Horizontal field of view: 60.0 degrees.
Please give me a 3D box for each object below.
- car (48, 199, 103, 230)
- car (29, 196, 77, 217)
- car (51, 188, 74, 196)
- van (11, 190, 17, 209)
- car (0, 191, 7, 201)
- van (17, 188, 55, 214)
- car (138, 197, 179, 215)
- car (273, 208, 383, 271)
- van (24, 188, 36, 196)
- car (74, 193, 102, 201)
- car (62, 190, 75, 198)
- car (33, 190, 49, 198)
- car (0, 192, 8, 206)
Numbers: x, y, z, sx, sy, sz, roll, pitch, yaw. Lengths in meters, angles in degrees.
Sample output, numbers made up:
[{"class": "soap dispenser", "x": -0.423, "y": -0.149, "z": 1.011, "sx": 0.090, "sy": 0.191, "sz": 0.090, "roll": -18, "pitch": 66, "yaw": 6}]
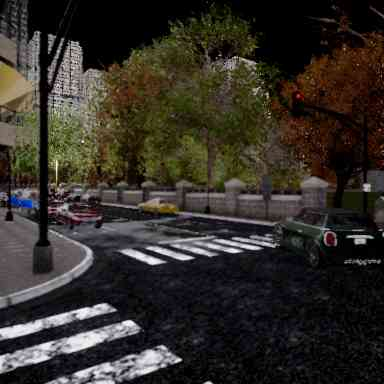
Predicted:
[{"class": "car", "x": -6.339, "y": 1.251, "z": 18.321, "sx": 1.802, "sy": 1.307, "sz": 4.206, "roll": 1, "pitch": 0, "yaw": -36}, {"class": "car", "x": -9.594, "y": 1.152, "z": 22.799, "sx": 1.802, "sy": 1.307, "sz": 4.206, "roll": 1, "pitch": 0, "yaw": -36}, {"class": "car", "x": -19.087, "y": 0.421, "z": 50.115, "sx": 2.192, "sy": 1.841, "sz": 5.009, "roll": 1, "pitch": 0, "yaw": -36}, {"class": "van", "x": -16.101, "y": 0.715, "z": 31.757, "sx": 1.690, "sy": 1.788, "sz": 3.998, "roll": 1, "pitch": 0, "yaw": -36}, {"class": "car", "x": -29.133, "y": 0.537, "z": 49.674, "sx": 2.008, "sy": 1.369, "sz": 4.403, "roll": 1, "pitch": 0, "yaw": -36}, {"class": "van", "x": -12.844, "y": 0.813, "z": 27.278, "sx": 1.690, "sy": 1.788, "sz": 3.998, "roll": 1, "pitch": 0, "yaw": -36}, {"class": "car", "x": -2.912, "y": 1.115, "z": 27.860, "sx": 1.752, "sy": 1.417, "sz": 4.829, "roll": 1, "pitch": 0, "yaw": -36}, {"class": "car", "x": 4.321, "y": 1.286, "z": 10.990, "sx": 2.097, "sy": 1.767, "sz": 4.553, "roll": 1, "pitch": 1, "yaw": -4}, {"class": "van", "x": -35.368, "y": -0.034, "z": 72.507, "sx": 1.690, "sy": 1.788, "sz": 3.998, "roll": 1, "pitch": 0, "yaw": -36}, {"class": "car", "x": -12.581, "y": 0.850, "z": 41.158, "sx": 2.008, "sy": 1.369, "sz": 4.403, "roll": 1, "pitch": 0, "yaw": -36}, {"class": "car", "x": -15.838, "y": 0.768, "z": 45.637, "sx": 1.947, "sy": 1.339, "sz": 4.313, "roll": 1, "pitch": 0, "yaw": -36}, {"class": "car", "x": -28.861, "y": 0.367, "z": 63.551, "sx": 2.008, "sy": 1.369, "sz": 4.403, "roll": 1, "pitch": 0, "yaw": -36}, {"class": "car", "x": -19.364, "y": 0.859, "z": 36.237, "sx": 1.802, "sy": 1.307, "sz": 4.206, "roll": 1, "pitch": 0, "yaw": -36}]
